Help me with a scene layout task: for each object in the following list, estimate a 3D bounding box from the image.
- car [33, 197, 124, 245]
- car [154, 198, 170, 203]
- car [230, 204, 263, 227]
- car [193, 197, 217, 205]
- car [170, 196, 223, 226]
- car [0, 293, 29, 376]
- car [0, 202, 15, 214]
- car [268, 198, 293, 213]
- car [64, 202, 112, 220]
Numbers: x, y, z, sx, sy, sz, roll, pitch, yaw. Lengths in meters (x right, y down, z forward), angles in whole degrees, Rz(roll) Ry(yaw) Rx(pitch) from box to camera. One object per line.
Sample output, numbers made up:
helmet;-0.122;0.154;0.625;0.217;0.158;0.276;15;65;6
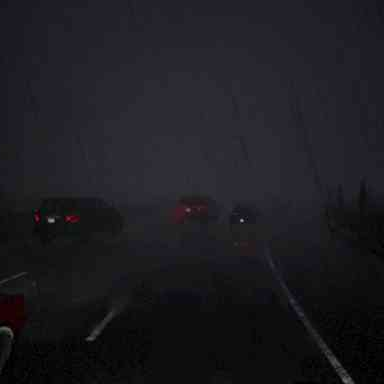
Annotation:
car;-5.220;1.263;16.095;2.150;2.045;5.566;0;0;10
car;-4.049;1.698;50.022;1.812;1.442;4.674;0;-1;29
car;3.907;1.608;23.881;1.837;1.490;4.892;0;0;16
car;2.620;1.789;66.261;2.128;1.511;4.902;0;0;38
car;0.513;1.316;24.901;2.150;2.045;5.566;0;0;16
car;-3.262;1.599;2.521;1.895;1.301;4.718;0;0;2
car;-17.079;1.520;27.505;1.882;1.535;5.008;0;0;16
car;10.785;1.539;40.280;2.097;1.767;4.553;0;0;28
car;-9.137;1.642;29.600;1.994;1.385;4.181;0;0;18
